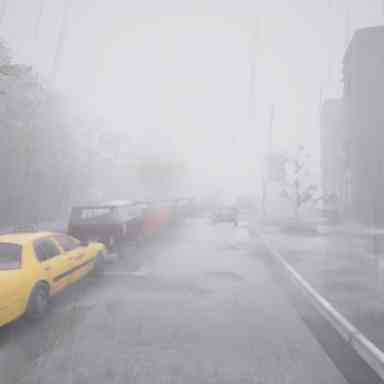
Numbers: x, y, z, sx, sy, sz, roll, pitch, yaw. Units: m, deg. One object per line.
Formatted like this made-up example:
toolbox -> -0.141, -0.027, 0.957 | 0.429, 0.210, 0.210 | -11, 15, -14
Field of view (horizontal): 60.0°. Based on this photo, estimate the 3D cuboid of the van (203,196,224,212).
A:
van -> 2.207, 1.584, 40.096 | 1.878, 1.987, 4.442 | -2, 0, 14

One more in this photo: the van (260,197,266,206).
van -> 13.722, 1.949, 70.212 | 1.878, 1.987, 4.442 | -1, 0, 22

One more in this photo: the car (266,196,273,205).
car -> 16.416, 2.267, 76.138 | 2.163, 1.488, 4.792 | -1, 0, 23

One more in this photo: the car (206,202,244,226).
car -> 2.557, 1.678, 24.563 | 2.033, 1.411, 5.357 | 0, -1, 10

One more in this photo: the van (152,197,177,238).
van -> -2.351, 1.344, 18.228 | 1.878, 1.987, 4.442 | -2, 0, 8

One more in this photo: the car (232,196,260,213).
car -> 6.944, 1.555, 42.396 | 2.150, 2.045, 5.566 | -1, -1, 17

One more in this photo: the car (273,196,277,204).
car -> 18.696, 2.290, 81.155 | 2.231, 1.521, 4.892 | -1, 0, 23

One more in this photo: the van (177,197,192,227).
van -> -1.510, 1.392, 23.755 | 1.878, 1.987, 4.442 | -2, 0, 9

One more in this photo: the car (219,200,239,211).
car -> 5.645, 1.991, 50.607 | 2.002, 1.452, 4.674 | -2, 0, 20

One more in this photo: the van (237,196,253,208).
van -> 9.745, 1.849, 61.090 | 1.878, 1.987, 4.442 | -1, 0, 22

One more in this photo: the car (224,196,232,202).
car -> 3.822, 1.631, 45.356 | 2.435, 2.045, 5.566 | -2, 0, 16

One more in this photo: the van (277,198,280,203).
van -> 21.051, 2.140, 86.332 | 1.878, 1.987, 4.442 | -1, -1, 27

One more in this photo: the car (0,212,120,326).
car -> -3.416, 1.495, 7.168 | 1.946, 1.575, 5.366 | -2, 0, 5

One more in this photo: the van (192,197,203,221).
van -> -0.491, 1.449, 29.241 | 1.878, 1.987, 4.442 | -2, 0, 10

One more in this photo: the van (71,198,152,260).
van -> -3.002, 1.304, 12.671 | 1.878, 1.987, 4.442 | -2, 0, 3
